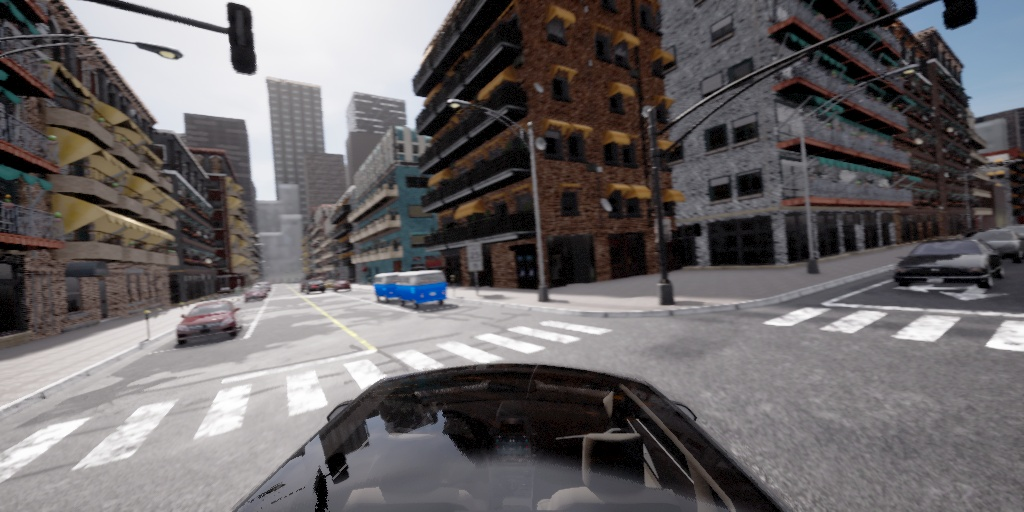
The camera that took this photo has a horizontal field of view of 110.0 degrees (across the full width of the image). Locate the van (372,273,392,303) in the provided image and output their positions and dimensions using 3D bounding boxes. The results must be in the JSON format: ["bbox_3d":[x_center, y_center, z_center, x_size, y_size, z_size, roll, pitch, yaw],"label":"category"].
[{"bbox_3d":[-7.757,1.995,23.372,1.690,1.789,3.998,0,0,-33],"label":"van"}]

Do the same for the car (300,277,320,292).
[{"bbox_3d":[-29.017,4.145,51.323,2.097,1.767,4.553,-5,-1,-33],"label":"car"}]

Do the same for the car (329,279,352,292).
[{"bbox_3d":[-19.922,3.493,42.148,1.802,1.307,4.207,0,0,-33],"label":"car"}]

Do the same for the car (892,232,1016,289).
[{"bbox_3d":[14.432,0.163,11.788,5.357,1.411,2.033,-4,0,-32],"label":"car"}]

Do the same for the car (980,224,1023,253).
[{"bbox_3d":[31.236,-1.146,22.420,5.008,1.535,1.882,-4,0,-32],"label":"car"}]

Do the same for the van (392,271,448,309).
[{"bbox_3d":[-4.715,1.680,18.677,1.690,1.789,3.998,0,0,-33],"label":"van"}]

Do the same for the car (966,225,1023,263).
[{"bbox_3d":[22.646,-0.486,16.989,4.892,1.490,1.837,-4,0,-32],"label":"car"}]

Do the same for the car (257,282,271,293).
[{"bbox_3d":[-29.952,4.217,42.311,1.967,1.591,4.097,0,0,-33],"label":"car"}]

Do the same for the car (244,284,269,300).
[{"bbox_3d":[-26.911,4.044,37.618,1.802,1.307,4.207,0,0,-33],"label":"car"}]

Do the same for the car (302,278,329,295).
[{"bbox_3d":[-23.471,3.726,42.788,1.837,1.490,4.892,-5,-1,-33],"label":"car"}]

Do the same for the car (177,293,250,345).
[{"bbox_3d":[-11.705,2.473,14.146,1.802,1.307,4.207,0,0,-33],"label":"car"}]
